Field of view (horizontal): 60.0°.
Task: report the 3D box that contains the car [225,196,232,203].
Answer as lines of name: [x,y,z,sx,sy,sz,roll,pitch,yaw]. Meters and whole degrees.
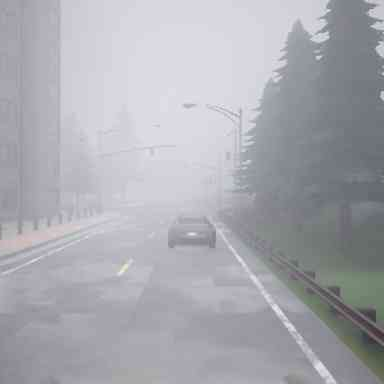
car: [8.847,1.142,62.404,4.605,1.855,1.932,0,0,-1]

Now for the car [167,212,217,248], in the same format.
car: [0.000,1.570,14.650,1.994,1.385,4.181,0,0,0]

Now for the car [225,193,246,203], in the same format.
car: [8.432,1.144,64.914,3.866,1.878,1.905,0,0,-1]
